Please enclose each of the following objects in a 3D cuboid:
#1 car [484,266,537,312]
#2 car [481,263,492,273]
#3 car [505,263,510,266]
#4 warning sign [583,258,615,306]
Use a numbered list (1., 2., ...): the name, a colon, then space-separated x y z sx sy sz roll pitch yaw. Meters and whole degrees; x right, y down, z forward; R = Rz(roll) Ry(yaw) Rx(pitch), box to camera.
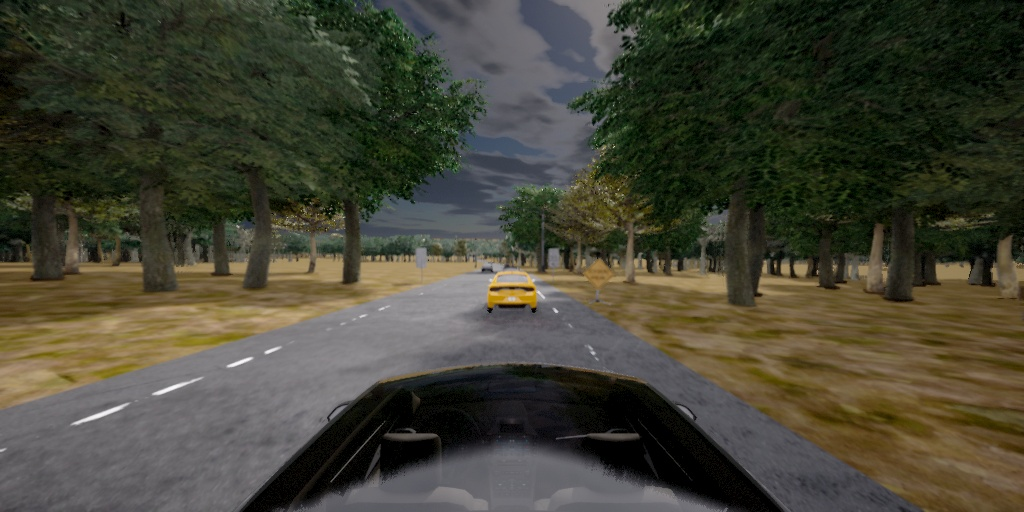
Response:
1. car: 0.012 1.392 15.236 1.882 1.535 5.008 0 0 0
2. car: -4.167 2.008 60.181 1.882 1.535 5.008 0 -1 -1
3. car: -0.106 1.597 29.106 1.837 1.490 4.892 0 0 0
4. warning sign: 3.512 1.024 14.825 1.300 1.860 1.060 0 0 0
